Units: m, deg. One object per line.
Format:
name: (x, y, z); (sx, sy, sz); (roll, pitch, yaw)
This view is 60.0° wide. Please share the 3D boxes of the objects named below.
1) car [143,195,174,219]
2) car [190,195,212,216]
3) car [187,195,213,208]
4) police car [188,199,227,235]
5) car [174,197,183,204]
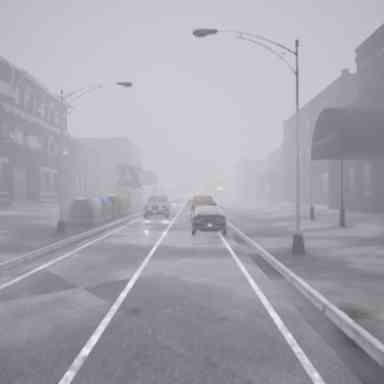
car: (-3.095, 1.308, 30.561); (2.150, 2.045, 5.566); (0, 0, 0)
car: (0.900, 1.336, 35.178); (2.150, 2.045, 5.566); (0, 0, 0)
car: (0.900, 1.303, 29.178); (2.150, 2.045, 5.566); (0, 0, 0)
police car: (0.900, 1.461, 19.253); (1.930, 1.638, 5.238); (0, 0, 0)
car: (-3.000, 1.763, 71.145); (1.994, 1.385, 4.181); (0, 0, 0)
